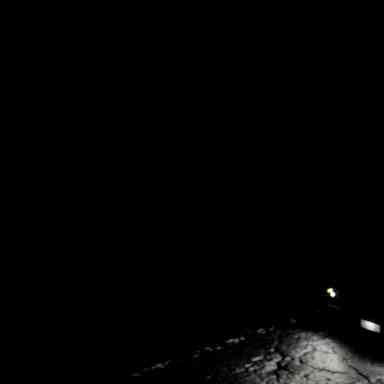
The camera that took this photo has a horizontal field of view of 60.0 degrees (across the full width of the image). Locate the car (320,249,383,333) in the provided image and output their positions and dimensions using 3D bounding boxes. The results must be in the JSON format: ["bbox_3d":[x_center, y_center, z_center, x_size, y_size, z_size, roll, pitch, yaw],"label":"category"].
[{"bbox_3d":[4.756,1.542,6.323,5.357,1.411,2.033,0,0,-35],"label":"car"}]
